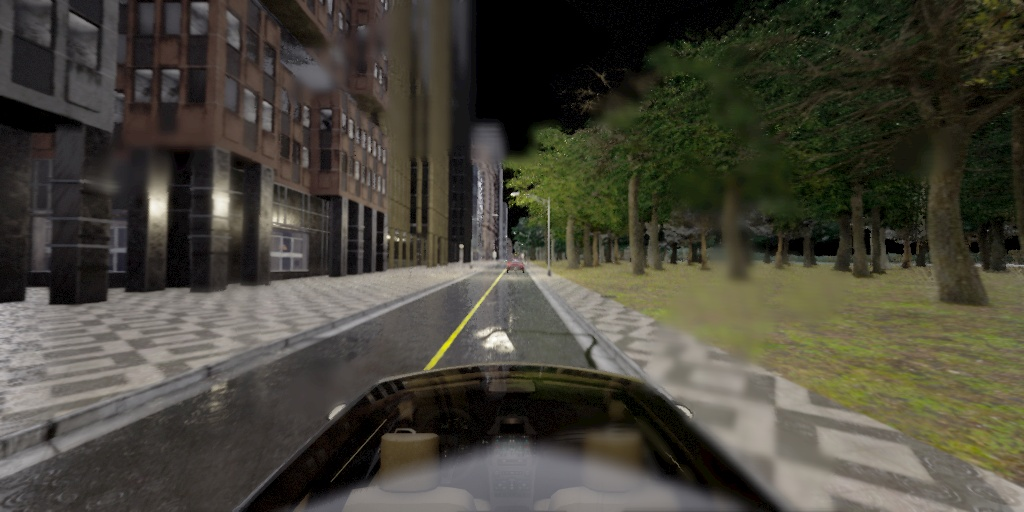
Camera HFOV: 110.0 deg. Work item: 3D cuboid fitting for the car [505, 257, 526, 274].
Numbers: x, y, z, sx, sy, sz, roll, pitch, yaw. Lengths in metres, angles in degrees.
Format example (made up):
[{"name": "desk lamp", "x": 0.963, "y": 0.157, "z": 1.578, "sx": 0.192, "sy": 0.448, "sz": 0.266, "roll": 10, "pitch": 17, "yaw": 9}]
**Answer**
[{"name": "car", "x": 0.336, "y": 0.939, "z": 35.525, "sx": 1.812, "sy": 1.442, "sz": 4.674, "roll": 0, "pitch": 0, "yaw": 1}]
